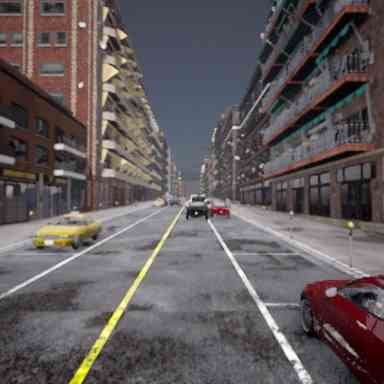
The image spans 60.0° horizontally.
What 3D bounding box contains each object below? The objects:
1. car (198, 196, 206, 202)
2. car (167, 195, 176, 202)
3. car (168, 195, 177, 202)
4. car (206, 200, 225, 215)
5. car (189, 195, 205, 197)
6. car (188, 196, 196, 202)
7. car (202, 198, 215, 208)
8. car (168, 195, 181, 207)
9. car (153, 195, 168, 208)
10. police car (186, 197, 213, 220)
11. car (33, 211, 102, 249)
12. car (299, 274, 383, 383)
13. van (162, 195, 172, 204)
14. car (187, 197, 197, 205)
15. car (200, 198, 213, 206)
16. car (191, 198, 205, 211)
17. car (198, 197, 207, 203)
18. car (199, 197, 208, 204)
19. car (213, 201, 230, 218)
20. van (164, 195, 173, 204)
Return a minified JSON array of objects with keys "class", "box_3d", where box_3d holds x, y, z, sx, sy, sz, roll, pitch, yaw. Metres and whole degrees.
[{"class":"car","box_3d":[2.588,1.840,86.752,1.967,1.590,4.097,1,0,0]},{"class":"car","box_3d":[-5.297,1.715,86.812,2.192,1.841,5.009,1,0,0]},{"class":"car","box_3d":[-5.298,1.753,92.342,2.192,1.841,5.009,1,0,0]},{"class":"car","box_3d":[2.582,1.648,37.146,1.752,1.417,4.829,1,0,0]},{"class":"car","box_3d":[0.569,1.355,39.086,2.150,2.045,5.566,0,0,-4]},{"class":"car","box_3d":[-0.006,1.709,80.663,1.882,1.535,5.008,0,0,0]},{"class":"car","box_3d":[2.580,1.747,53.566,1.887,1.381,4.507,1,0,0]},{"class":"car","box_3d":[-2.809,1.768,57.193,2.033,1.411,5.357,0,0,1]},{"class":"car","box_3d":[-5.299,1.727,53.459,1.752,1.417,4.829,2,0,0]},{"class":"police car","box_3d":[0.571,1.517,29.297,1.930,1.638,5.238,0,0,5]},{"class":"car","box_3d":[-5.295,1.565,14.752,1.752,1.417,4.829,2,0,0]},{"class":"car","box_3d":[2.584,1.592,3.794,1.802,1.307,4.206,1,0,0]},{"class":"van","box_3d":[-5.296,1.633,70.220,1.690,1.788,3.998,2,0,0]},{"class":"car","box_3d":[-0.005,1.770,65.656,1.837,1.490,4.892,0,0,0]},{"class":"car","box_3d":[2.580,1.781,59.098,2.008,1.369,4.403,1,0,0]},{"class":"car","box_3d":[0.822,1.616,45.307,1.801,1.575,5.366,0,0,0]},{"class":"car","box_3d":[2.578,1.907,81.219,1.887,1.381,4.507,1,0,0]},{"class":"car","box_3d":[2.579,1.871,75.690,1.887,1.381,4.507,1,0,0]},{"class":"car","box_3d":[2.582,1.644,31.444,1.887,1.381,4.507,1,0,0]},{"class":"van","box_3d":[-5.297,1.668,75.752,1.690,1.788,3.998,1,0,0]}]
